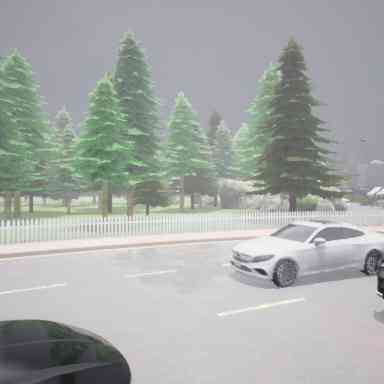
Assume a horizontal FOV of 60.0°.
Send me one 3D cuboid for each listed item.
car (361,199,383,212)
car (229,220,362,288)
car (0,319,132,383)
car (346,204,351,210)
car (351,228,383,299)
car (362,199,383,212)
[{"bbox_3d":[23.056,1.581,41.129,1.812,1.442,4.674,0,0,-4],"label":"car"},{"bbox_3d":[3.297,1.525,9.151,4.674,1.442,1.812,0,0,-22],"label":"car"},{"bbox_3d":[-2.700,1.478,1.637,5.008,1.535,1.882,0,0,-36],"label":"car"},{"bbox_3d":[19.290,1.277,45.247,2.150,2.045,5.566,0,0,-4],"label":"car"},{"bbox_3d":[5.653,1.491,6.125,4.902,1.511,2.128,0,0,-23],"label":"car"},{"bbox_3d":[19.859,1.619,36.075,1.994,1.385,4.181,0,0,-3],"label":"car"}]
